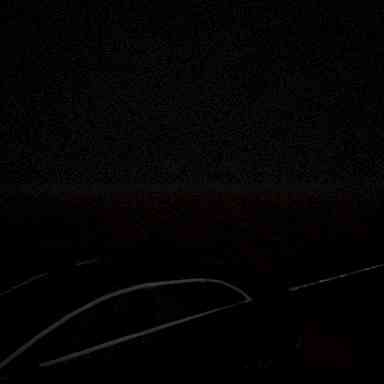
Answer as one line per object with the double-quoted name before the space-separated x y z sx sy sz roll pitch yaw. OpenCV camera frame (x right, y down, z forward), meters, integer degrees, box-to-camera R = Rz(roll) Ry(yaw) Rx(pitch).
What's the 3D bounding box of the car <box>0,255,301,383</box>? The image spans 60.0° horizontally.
"car" -0.981 1.491 3.292 4.902 1.511 2.128 0 0 -36
